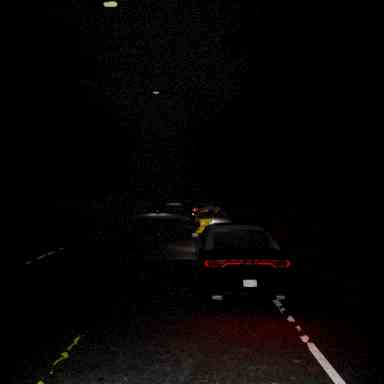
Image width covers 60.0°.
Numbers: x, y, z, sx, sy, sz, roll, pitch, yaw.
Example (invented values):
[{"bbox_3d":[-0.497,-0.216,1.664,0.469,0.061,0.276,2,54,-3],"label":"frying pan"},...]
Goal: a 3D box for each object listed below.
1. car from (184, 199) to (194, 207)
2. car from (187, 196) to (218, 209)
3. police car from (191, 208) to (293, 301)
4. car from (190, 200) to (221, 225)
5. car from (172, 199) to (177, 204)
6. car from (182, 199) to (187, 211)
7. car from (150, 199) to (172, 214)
[{"bbox_3d":[-0.579,1.964,59.425,1.812,1.442,4.674,0,-1,-1],"label":"car"},{"bbox_3d":[0.925,1.316,24.526,2.150,2.045,5.566,-1,0,-1],"label":"car"},{"bbox_3d":[1.040,1.448,8.578,1.930,1.638,5.238,0,0,0],"label":"police car"},{"bbox_3d":[0.978,1.517,18.672,1.801,1.575,5.366,-1,0,0],"label":"car"},{"bbox_3d":[-4.811,2.453,88.069,1.895,1.301,4.718,0,-1,-2],"label":"car"},{"bbox_3d":[-0.308,1.780,45.340,2.128,1.511,4.902,0,-1,0],"label":"car"},{"bbox_3d":[-3.864,1.781,39.497,2.033,1.411,5.357,0,0,-1],"label":"car"}]
